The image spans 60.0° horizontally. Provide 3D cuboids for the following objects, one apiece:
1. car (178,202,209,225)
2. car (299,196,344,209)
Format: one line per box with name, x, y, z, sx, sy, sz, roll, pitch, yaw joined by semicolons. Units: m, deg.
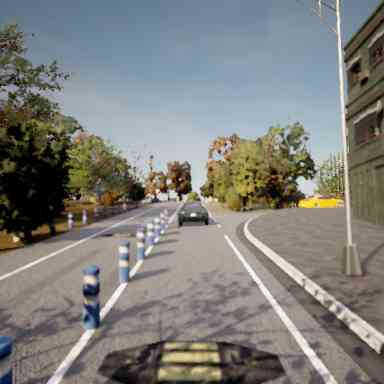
car;0.084;1.386;22.666;1.994;1.385;4.181;-2;0;0
car;13.633;1.125;34.903;5.008;1.535;1.882;-1;-6;-22
